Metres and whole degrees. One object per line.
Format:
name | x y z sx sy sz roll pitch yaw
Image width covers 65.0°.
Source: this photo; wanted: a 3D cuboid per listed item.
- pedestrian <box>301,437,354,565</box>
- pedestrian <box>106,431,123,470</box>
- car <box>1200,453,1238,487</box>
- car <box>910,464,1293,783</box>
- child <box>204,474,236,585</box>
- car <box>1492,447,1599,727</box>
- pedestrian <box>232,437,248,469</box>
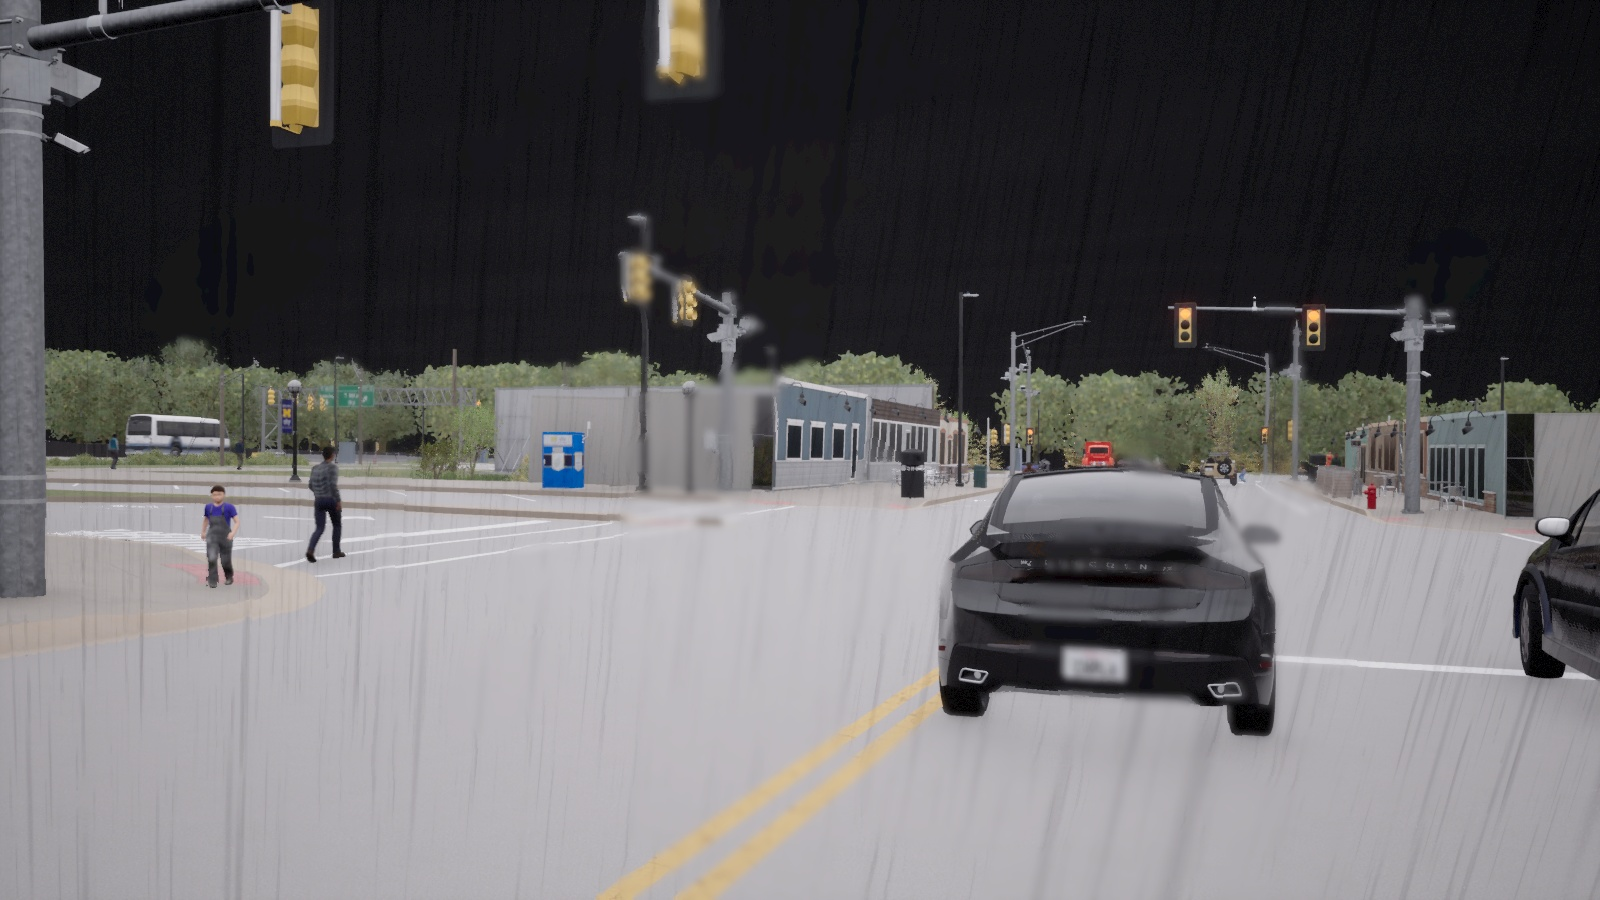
pedestrian | -7.353 0.779 19.558 0.423 1.949 0.788 1 1 12
pedestrian | -34.476 0.018 63.173 0.396 1.930 0.692 1 1 17
car | 23.680 1.096 71.104 1.932 1.855 4.605 1 0 17
car | 2.155 0.886 8.577 1.837 1.490 4.892 1 -1 17
child | -6.784 0.922 14.690 0.270 1.263 0.437 0 1 -16
car | 5.806 0.822 7.885 1.851 1.617 3.988 1 -1 18
pedestrian | -31.771 0.163 71.263 0.402 1.842 0.726 1 1 19
